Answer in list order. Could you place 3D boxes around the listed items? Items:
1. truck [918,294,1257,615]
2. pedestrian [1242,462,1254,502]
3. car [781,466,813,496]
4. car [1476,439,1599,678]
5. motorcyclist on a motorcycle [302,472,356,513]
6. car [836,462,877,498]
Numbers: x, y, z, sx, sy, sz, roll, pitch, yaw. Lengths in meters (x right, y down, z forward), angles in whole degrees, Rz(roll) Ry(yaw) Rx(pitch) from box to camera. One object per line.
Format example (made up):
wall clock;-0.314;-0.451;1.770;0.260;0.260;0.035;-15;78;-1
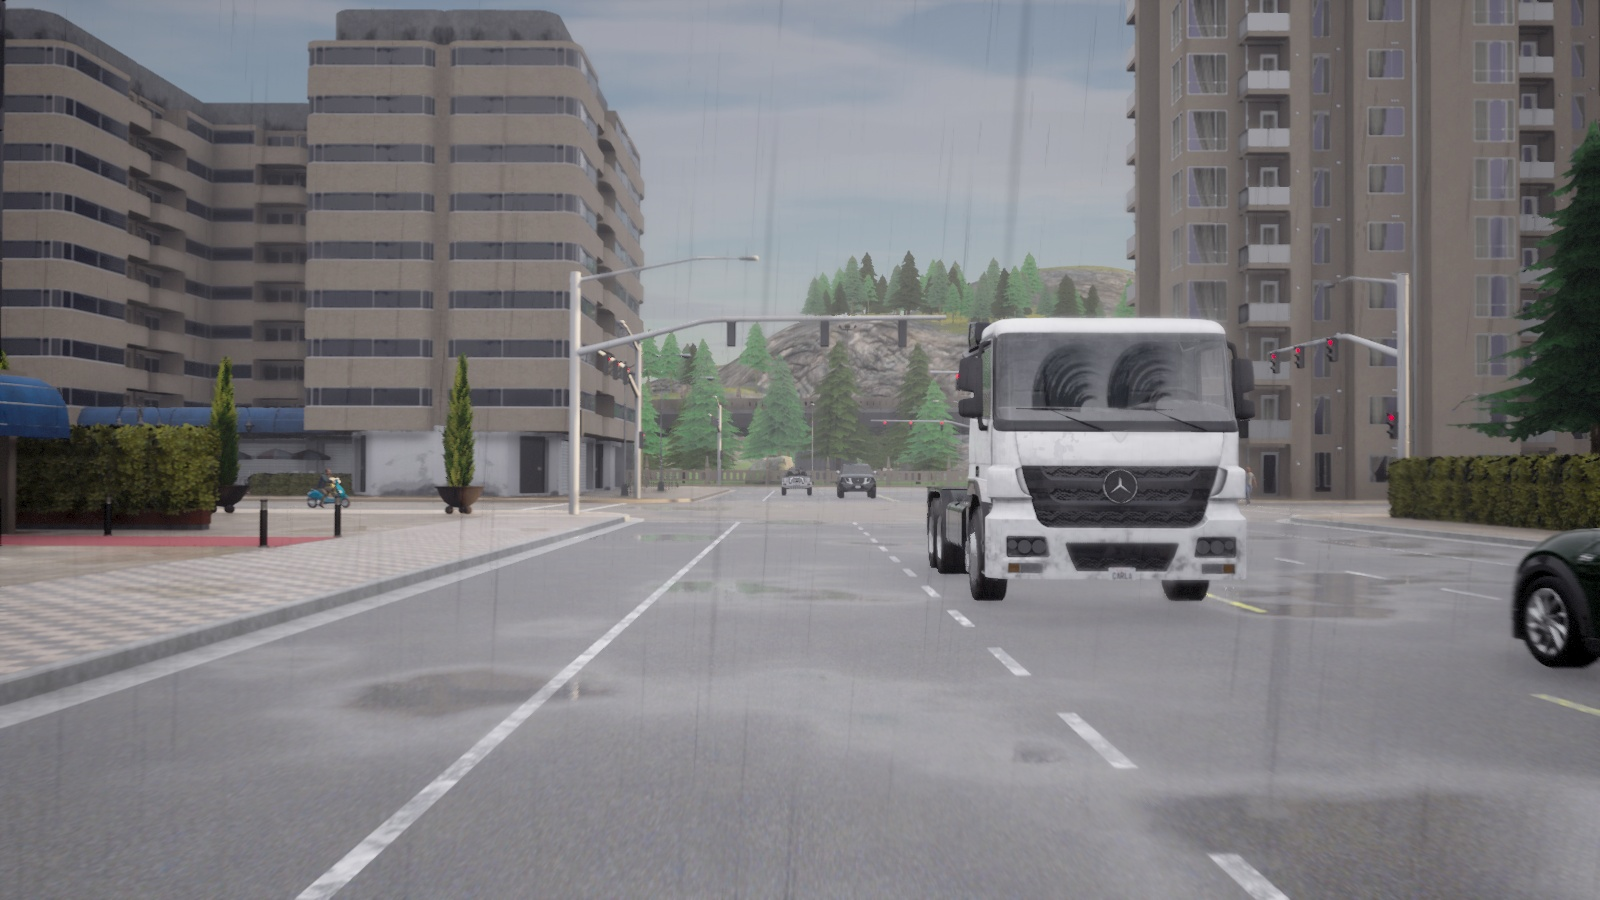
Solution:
truck;3.487;0.113;17.575;2.891;3.462;7.936;0;-1;0
pedestrian;20.695;1.472;58.058;0.354;1.836;0.706;0;-1;8
car;-0.189;1.980;80.506;1.932;1.855;4.605;0;-1;0
car;6.979;0.791;8.714;2.097;1.767;4.553;0;-1;0
motorcyclist on a motorcycle;-18.855;1.684;50.260;1.817;1.590;0.866;-1;-1;0
car;3.324;1.768;74.556;2.150;2.045;5.566;0;-1;0
